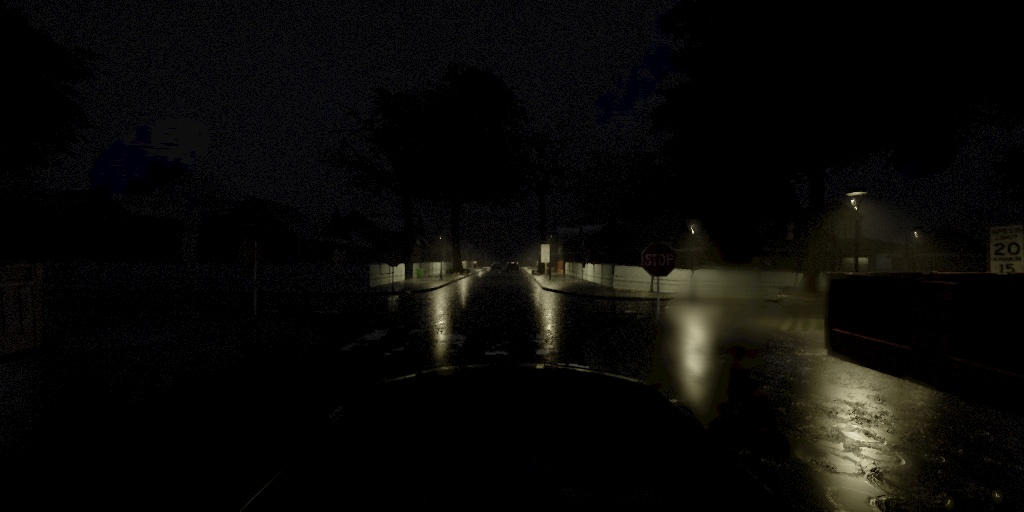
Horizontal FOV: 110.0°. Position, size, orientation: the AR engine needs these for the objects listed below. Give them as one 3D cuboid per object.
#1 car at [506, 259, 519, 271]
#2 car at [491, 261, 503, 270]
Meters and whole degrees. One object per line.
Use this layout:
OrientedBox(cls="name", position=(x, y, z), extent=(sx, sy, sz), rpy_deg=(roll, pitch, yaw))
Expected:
OrientedBox(cls="car", position=(0.121, 1.602, 56.547), extent=(2.128, 1.511, 4.902), rpy_deg=(0, -1, 0))
OrientedBox(cls="car", position=(-2.618, 1.675, 62.387), extent=(2.128, 1.511, 4.902), rpy_deg=(0, -1, 0))
